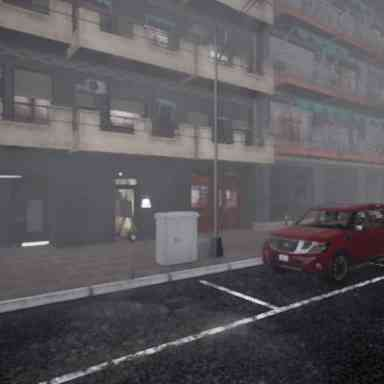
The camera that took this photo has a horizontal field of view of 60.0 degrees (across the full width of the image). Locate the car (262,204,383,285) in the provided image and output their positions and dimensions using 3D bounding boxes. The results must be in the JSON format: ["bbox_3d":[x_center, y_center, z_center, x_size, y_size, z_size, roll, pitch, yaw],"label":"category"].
[{"bbox_3d":[4.296,1.288,9.625,5.009,1.841,2.192,0,0,-36],"label":"car"}]
